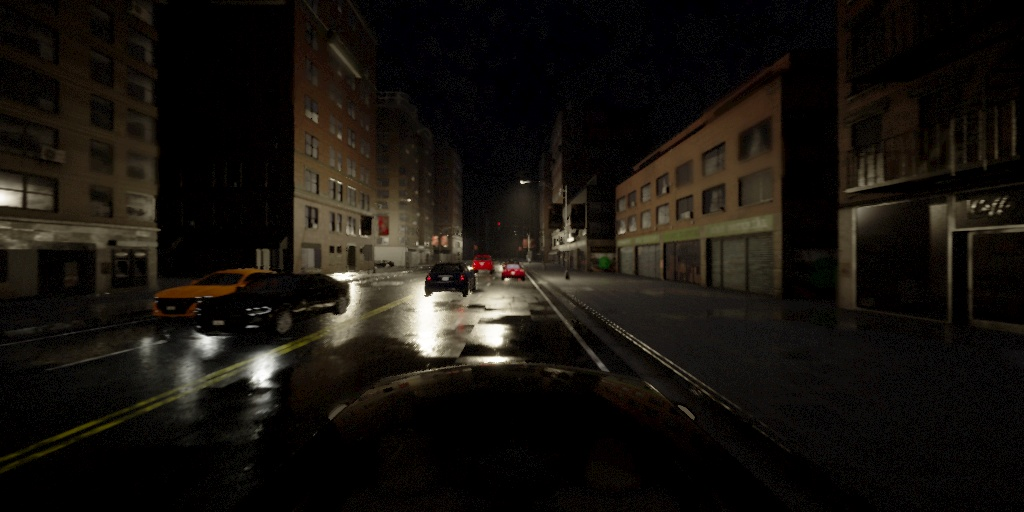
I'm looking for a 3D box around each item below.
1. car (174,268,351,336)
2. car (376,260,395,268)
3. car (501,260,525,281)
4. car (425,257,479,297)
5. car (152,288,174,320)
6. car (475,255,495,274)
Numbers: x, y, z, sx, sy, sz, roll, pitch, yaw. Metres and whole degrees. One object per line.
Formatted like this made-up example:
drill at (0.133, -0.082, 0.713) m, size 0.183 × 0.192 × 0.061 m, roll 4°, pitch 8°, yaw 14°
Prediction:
car at (-6.602, 1.223, 10.560) m, size 1.882 × 1.535 × 5.008 m, roll 0°, pitch 0°, yaw 0°
car at (-22.163, 1.313, 61.023) m, size 4.313 × 1.339 × 1.948 m, roll 0°, pitch 0°, yaw 0°
car at (0.089, 1.300, 30.232) m, size 1.994 × 1.385 × 4.181 m, roll 0°, pitch 0°, yaw 0°
car at (-3.154, 1.094, 19.108) m, size 2.097 × 1.767 × 4.553 m, roll 0°, pitch 0°, yaw 0°
car at (-9.853, 1.222, 12.854) m, size 1.882 × 1.535 × 5.008 m, roll 0°, pitch 0°, yaw 0°
car at (-3.159, 0.954, 40.189) m, size 2.150 × 2.045 × 5.566 m, roll 0°, pitch 0°, yaw 0°
